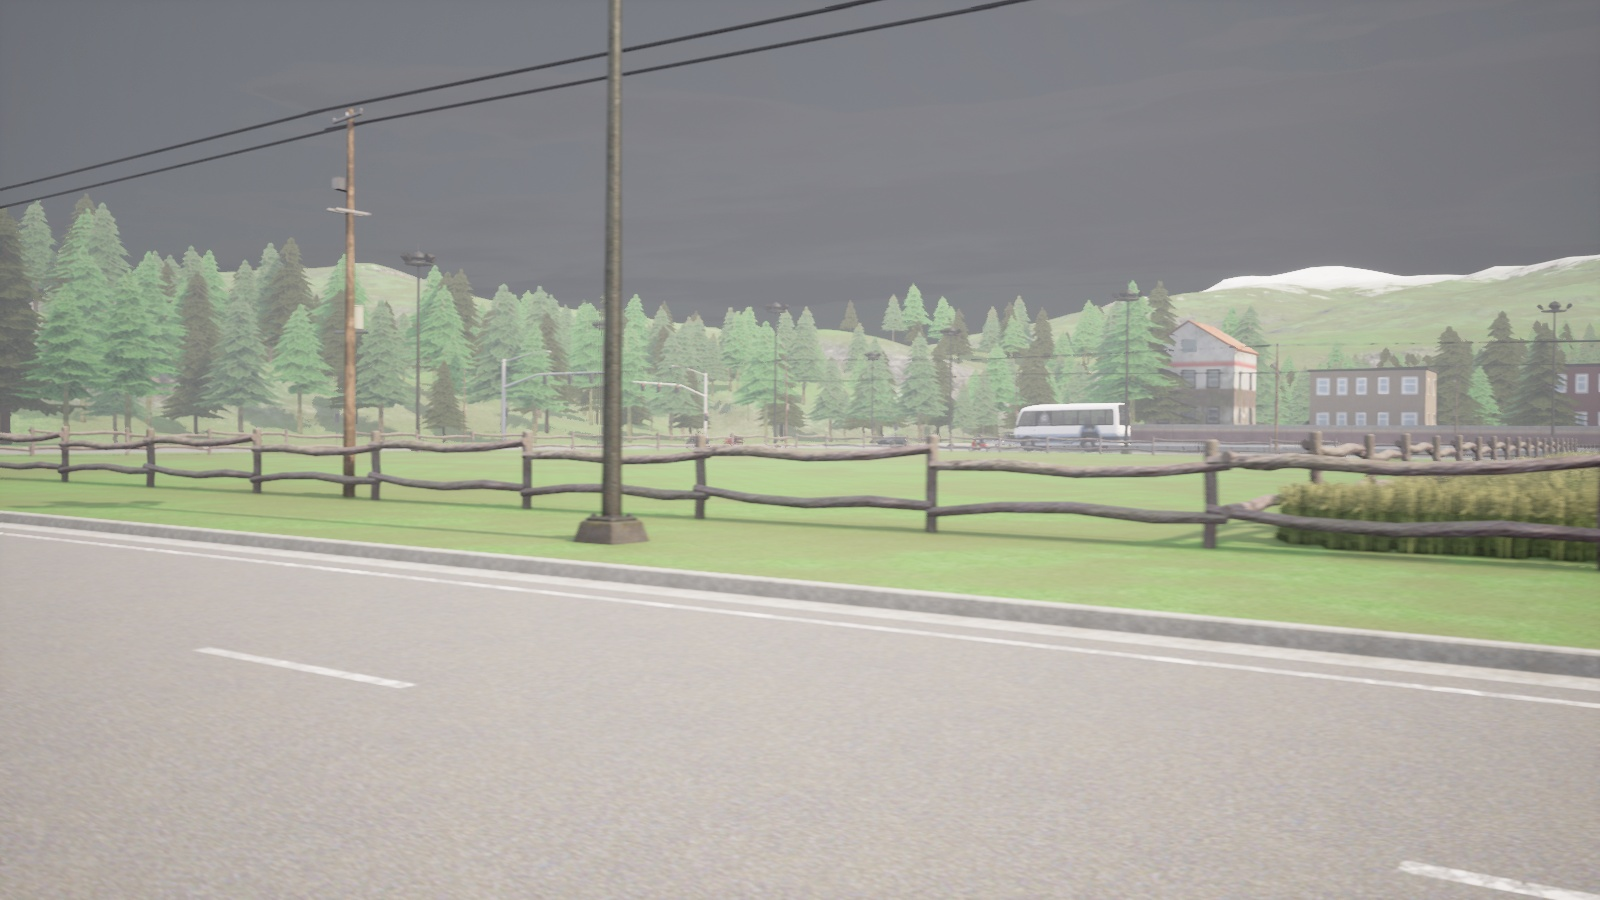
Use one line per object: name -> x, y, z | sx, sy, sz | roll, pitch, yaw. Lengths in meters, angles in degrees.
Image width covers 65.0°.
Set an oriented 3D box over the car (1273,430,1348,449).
car -> 36.988, -0.743, 91.002 | 4.718, 1.301, 1.895 | 0, 1, 34
